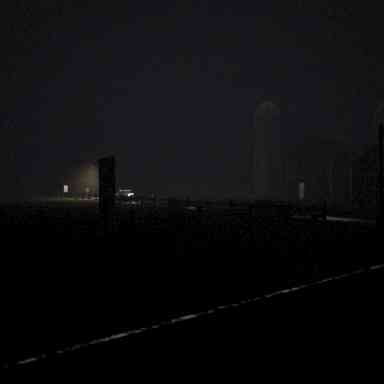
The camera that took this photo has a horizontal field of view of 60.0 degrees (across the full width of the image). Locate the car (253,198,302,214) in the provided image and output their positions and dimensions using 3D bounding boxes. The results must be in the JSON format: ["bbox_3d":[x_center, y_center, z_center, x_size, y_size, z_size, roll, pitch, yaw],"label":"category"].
[{"bbox_3d":[7.970,1.307,31.251,2.128,1.511,4.902,-1,1,-36],"label":"car"}]

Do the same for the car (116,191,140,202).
[{"bbox_3d":[-11.326,1.064,58.099,1.994,1.385,4.181,-1,1,-35],"label":"car"}]

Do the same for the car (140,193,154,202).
[{"bbox_3d":[-8.308,0.982,58.711,2.128,1.511,4.902,-1,1,-36],"label":"car"}]

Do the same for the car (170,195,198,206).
[{"bbox_3d":[-1.174,1.194,43.944,1.812,1.442,4.674,-1,1,-36],"label":"car"}]
